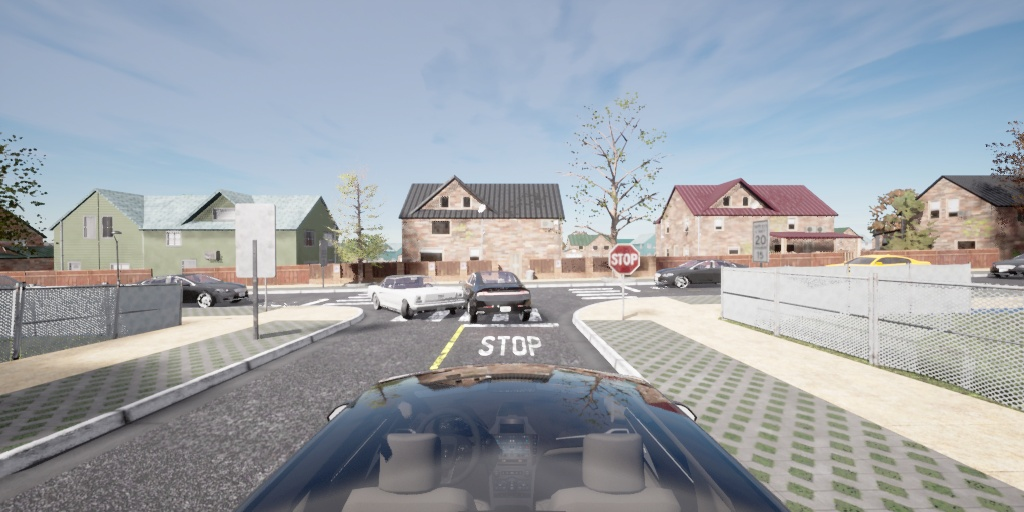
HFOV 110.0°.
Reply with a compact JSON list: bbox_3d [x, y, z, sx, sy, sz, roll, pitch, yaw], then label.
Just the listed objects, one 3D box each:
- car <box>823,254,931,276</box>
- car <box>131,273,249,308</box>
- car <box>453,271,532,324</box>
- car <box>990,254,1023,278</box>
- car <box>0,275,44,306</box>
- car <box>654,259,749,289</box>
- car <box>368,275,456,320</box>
[{"bbox_3d":[19.761,0.690,19.607,5.008,1.535,1.882,-1,1,-1],"label":"car"},{"bbox_3d":[-14.902,1.566,16.518,4.902,1.511,2.128,-1,1,0],"label":"car"},{"bbox_3d":[-0.685,1.242,12.162,2.128,1.511,4.902,0,0,-12],"label":"car"},{"bbox_3d":[29.386,0.477,19.643,4.902,1.511,2.128,-1,1,0],"label":"car"},{"bbox_3d":[-24.239,1.648,16.477,4.553,1.767,2.097,-1,1,0],"label":"car"},{"bbox_3d":[10.331,0.925,19.570,4.902,1.511,2.128,-1,1,0],"label":"car"},{"bbox_3d":[-3.602,1.368,13.022,1.895,1.301,4.718,0,0,-38],"label":"car"}]
